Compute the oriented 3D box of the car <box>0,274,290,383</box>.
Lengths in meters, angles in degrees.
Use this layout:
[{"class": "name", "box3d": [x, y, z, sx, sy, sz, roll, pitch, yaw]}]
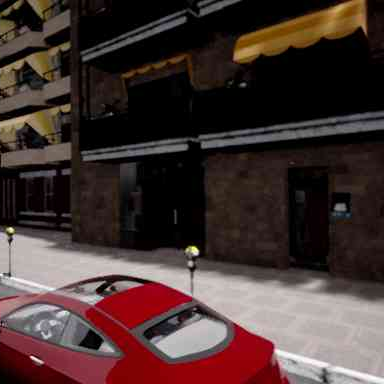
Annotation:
[{"class": "car", "box3d": [-1.086, 1.611, 3.652, 4.206, 1.307, 1.802, -1, -1, 35]}]
